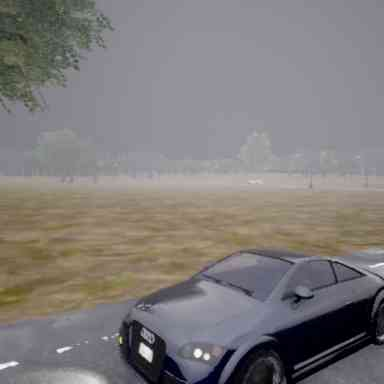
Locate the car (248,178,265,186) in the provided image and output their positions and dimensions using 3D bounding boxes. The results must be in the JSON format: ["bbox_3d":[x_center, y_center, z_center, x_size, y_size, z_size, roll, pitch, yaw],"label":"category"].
[{"bbox_3d":[18.657,-2.833,93.449,2.150,2.045,5.566,-1,3,-27],"label":"car"}]

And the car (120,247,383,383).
[{"bbox_3d":[1.119,1.556,4.791,4.181,1.385,1.994,0,0,-35],"label":"car"}]
